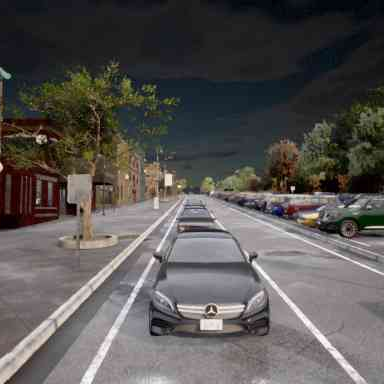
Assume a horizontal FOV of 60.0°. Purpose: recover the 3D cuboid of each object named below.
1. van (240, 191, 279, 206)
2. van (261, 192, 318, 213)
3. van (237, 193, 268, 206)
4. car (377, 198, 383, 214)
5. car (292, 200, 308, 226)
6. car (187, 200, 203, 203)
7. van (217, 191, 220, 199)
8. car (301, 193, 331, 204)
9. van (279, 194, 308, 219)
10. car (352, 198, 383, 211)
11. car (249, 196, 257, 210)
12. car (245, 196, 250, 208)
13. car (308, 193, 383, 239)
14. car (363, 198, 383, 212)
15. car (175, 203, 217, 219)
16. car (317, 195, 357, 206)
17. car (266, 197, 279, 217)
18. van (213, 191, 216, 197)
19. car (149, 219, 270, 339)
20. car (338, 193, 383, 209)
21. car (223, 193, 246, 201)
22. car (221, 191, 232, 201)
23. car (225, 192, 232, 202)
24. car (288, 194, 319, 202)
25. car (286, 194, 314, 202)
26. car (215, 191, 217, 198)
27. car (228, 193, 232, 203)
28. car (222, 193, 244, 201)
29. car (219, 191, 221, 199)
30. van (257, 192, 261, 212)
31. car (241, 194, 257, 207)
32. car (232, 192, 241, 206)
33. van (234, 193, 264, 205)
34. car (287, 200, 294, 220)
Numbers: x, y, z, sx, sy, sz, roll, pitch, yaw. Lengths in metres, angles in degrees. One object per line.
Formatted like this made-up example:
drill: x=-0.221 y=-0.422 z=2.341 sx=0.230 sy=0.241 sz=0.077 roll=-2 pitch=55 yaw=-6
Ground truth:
van: x=9.215 y=1.163 z=45.046 sx=4.442 sy=1.987 sz=1.878 roll=0 pitch=0 yaw=0
van: x=9.076 y=1.230 z=31.023 sx=4.442 sy=1.987 sz=1.878 roll=0 pitch=0 yaw=0
van: x=9.178 y=1.113 z=50.650 sx=4.442 sy=1.987 sz=1.878 roll=0 pitch=1 yaw=0
car: x=22.433 y=1.443 z=34.619 sx=5.366 sy=1.575 sz=1.946 roll=0 pitch=0 yaw=0
car: x=9.083 y=1.466 z=19.806 sx=5.366 sy=1.575 sz=1.946 roll=0 pitch=0 yaw=0
car: x=0.231 y=1.442 z=29.828 sx=2.128 sy=1.511 sz=4.902 roll=0 pitch=0 yaw=0
van: x=8.757 y=0.863 z=78.680 sx=4.442 sy=1.987 sz=1.878 roll=0 pitch=1 yaw=0
car: x=22.112 y=1.135 z=59.602 sx=4.553 sy=1.767 sz=2.185 roll=0 pitch=1 yaw=0
van: x=9.347 y=1.237 z=25.414 sx=4.442 sy=1.987 sz=1.878 roll=0 pitch=0 yaw=0
car: x=22.240 y=1.451 z=40.173 sx=4.792 sy=1.488 sz=2.163 roll=0 pitch=0 yaw=0
car: x=9.184 y=1.469 z=36.629 sx=4.792 sy=1.488 sz=2.163 roll=0 pitch=0 yaw=0
car: x=9.134 y=1.465 z=39.437 sx=4.674 sy=1.452 sz=2.002 roll=0 pitch=0 yaw=0
car: x=9.258 y=1.220 z=17.003 sx=5.566 sy=2.045 sz=2.435 roll=0 pitch=0 yaw=0
car: x=22.201 y=1.468 z=37.389 sx=4.792 sy=1.488 sz=2.163 roll=0 pitch=0 yaw=0
car: x=0.200 y=1.532 z=17.380 sx=2.033 sy=1.411 sz=5.357 roll=0 pitch=0 yaw=0
car: x=22.323 y=1.332 z=51.276 sx=5.366 sy=1.575 sz=1.946 roll=0 pitch=1 yaw=0
car: x=9.206 y=1.460 z=28.217 sx=5.008 sy=1.535 sz=2.097 roll=0 pitch=0 yaw=0
van: x=8.681 y=0.763 z=89.892 sx=4.442 sy=1.987 sz=1.878 roll=0 pitch=1 yaw=0
car: x=0.256 y=1.524 z=6.801 sx=1.812 sy=1.442 sz=4.674 roll=0 pitch=0 yaw=0
car: x=22.164 y=1.152 z=42.945 sx=5.566 sy=2.045 sz=2.435 roll=0 pitch=0 yaw=0
car: x=8.898 y=1.038 z=70.272 sx=4.553 sy=1.767 sz=2.185 roll=0 pitch=1 yaw=0
car: x=8.939 y=0.962 z=64.665 sx=5.566 sy=2.045 sz=2.435 roll=0 pitch=1 yaw=0
car: x=8.983 y=1.279 z=61.864 sx=4.674 sy=1.452 sz=2.002 roll=0 pitch=1 yaw=0
car: x=21.859 y=1.208 z=65.152 sx=5.366 sy=1.575 sz=1.946 roll=0 pitch=1 yaw=0
car: x=22.031 y=1.187 z=67.930 sx=4.892 sy=1.521 sz=2.231 roll=0 pitch=1 yaw=0
car: x=8.849 y=1.064 z=81.486 sx=5.008 sy=1.535 sz=2.097 roll=0 pitch=1 yaw=0
car: x=9.017 y=1.290 z=56.258 sx=4.892 sy=1.521 sz=2.231 roll=0 pitch=1 yaw=0
car: x=8.879 y=1.013 z=73.075 sx=4.553 sy=1.767 sz=2.185 roll=0 pitch=1 yaw=0
car: x=8.920 y=0.937 z=67.468 sx=5.566 sy=2.045 sz=2.435 roll=0 pitch=1 yaw=0
van: x=9.291 y=1.222 z=33.826 sx=4.442 sy=1.987 sz=1.878 roll=0 pitch=0 yaw=0
car: x=9.124 y=1.408 z=42.239 sx=4.892 sy=1.521 sz=2.231 roll=0 pitch=0 yaw=0
car: x=9.052 y=1.112 z=47.845 sx=5.566 sy=2.045 sz=2.435 roll=0 pitch=1 yaw=0
van: x=9.159 y=1.088 z=53.454 sx=4.442 sy=1.987 sz=1.878 roll=0 pitch=1 yaw=0
car: x=9.252 y=1.506 z=22.610 sx=4.674 sy=1.452 sz=2.002 roll=0 pitch=0 yaw=0
